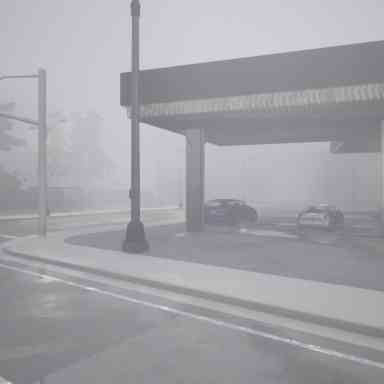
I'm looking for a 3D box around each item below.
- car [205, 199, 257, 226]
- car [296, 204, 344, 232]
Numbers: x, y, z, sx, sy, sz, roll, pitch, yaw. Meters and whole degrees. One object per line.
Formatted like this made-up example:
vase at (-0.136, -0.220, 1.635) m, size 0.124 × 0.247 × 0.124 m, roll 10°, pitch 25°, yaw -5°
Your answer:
car at (2.648, 1.295, 22.587) m, size 2.242 × 1.667 × 4.611 m, roll 0°, pitch 0°, yaw 37°
car at (7.722, 1.456, 19.787) m, size 1.970 × 1.475 × 3.806 m, roll 0°, pitch 0°, yaw 37°
